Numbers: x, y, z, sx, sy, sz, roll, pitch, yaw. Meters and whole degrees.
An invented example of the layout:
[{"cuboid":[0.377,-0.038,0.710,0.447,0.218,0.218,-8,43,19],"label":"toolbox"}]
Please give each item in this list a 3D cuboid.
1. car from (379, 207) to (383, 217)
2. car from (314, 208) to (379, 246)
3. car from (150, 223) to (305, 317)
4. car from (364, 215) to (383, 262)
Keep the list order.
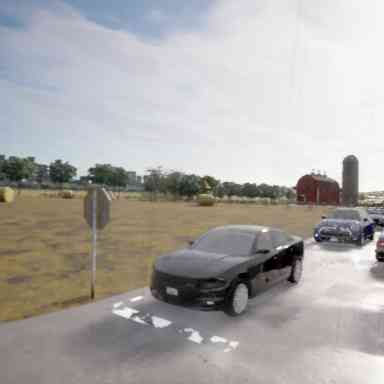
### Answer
[{"cuboid":[13.939,1.995,25.026,1.994,1.385,4.181,1,-1,37],"label":"car"},{"cuboid":[7.817,1.613,16.907,2.097,1.767,4.553,1,0,37],"label":"car"},{"cuboid":[1.133,1.555,8.001,1.882,1.535,5.008,1,0,37],"label":"car"},{"cuboid":[8.068,1.779,12.293,2.033,1.411,5.357,1,-1,37],"label":"car"}]
